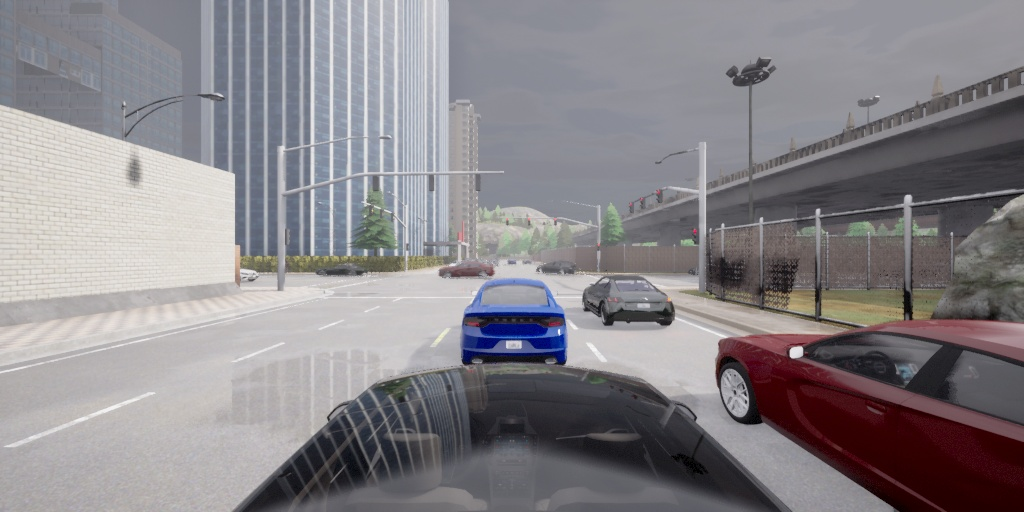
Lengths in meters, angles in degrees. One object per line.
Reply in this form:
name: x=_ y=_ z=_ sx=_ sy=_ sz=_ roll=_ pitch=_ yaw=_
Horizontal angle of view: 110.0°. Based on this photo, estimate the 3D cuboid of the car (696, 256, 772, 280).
car: x=19.999 y=1.027 z=31.980 sx=5.566 sy=2.045 sz=2.150 roll=0 pitch=0 yaw=0

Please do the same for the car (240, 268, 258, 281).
car: x=-22.634 y=1.331 z=28.218 sx=4.674 sy=1.442 sz=1.812 roll=0 pitch=0 yaw=0

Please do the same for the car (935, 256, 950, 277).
car: x=43.785 y=1.029 z=35.492 sx=5.566 sy=2.045 sz=2.150 roll=0 pitch=0 yaw=0

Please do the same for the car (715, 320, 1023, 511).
car: x=3.601 y=1.228 z=2.715 sx=1.882 sy=1.535 sz=5.008 roll=0 pitch=0 yaw=0

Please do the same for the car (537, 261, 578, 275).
car: x=4.892 y=1.279 z=39.138 sx=4.892 sy=1.490 sz=1.837 roll=1 pitch=4 yaw=44

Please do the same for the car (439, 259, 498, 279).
car: x=-3.981 y=1.257 z=31.937 sx=5.008 sy=1.535 sz=1.882 roll=0 pitch=0 yaw=0

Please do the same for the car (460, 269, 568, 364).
car: x=0.053 y=1.228 z=8.049 sx=1.882 sy=1.535 sz=5.008 roll=0 pitch=0 yaw=1

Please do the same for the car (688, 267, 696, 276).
car: x=19.735 y=1.369 z=35.482 sx=4.181 sy=1.385 sz=1.994 roll=0 pitch=0 yaw=0

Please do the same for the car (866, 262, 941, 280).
car: x=34.588 y=1.406 z=32.005 sx=4.718 sy=1.301 sz=1.895 roll=0 pitch=0 yaw=0

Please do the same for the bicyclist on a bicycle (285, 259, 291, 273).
bicyclist on a bicycle: x=-25.296 y=1.106 z=40.175 sx=0.582 sy=1.620 sz=1.656 roll=0 pitch=0 yaw=0

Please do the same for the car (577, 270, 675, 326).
car: x=3.576 y=1.314 z=11.709 sx=1.994 sy=1.385 sz=4.181 roll=0 pitch=0 yaw=0

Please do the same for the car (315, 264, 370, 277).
car: x=-16.749 y=1.406 z=35.410 sx=4.718 sy=1.301 sz=1.895 roll=0 pitch=0 yaw=0
